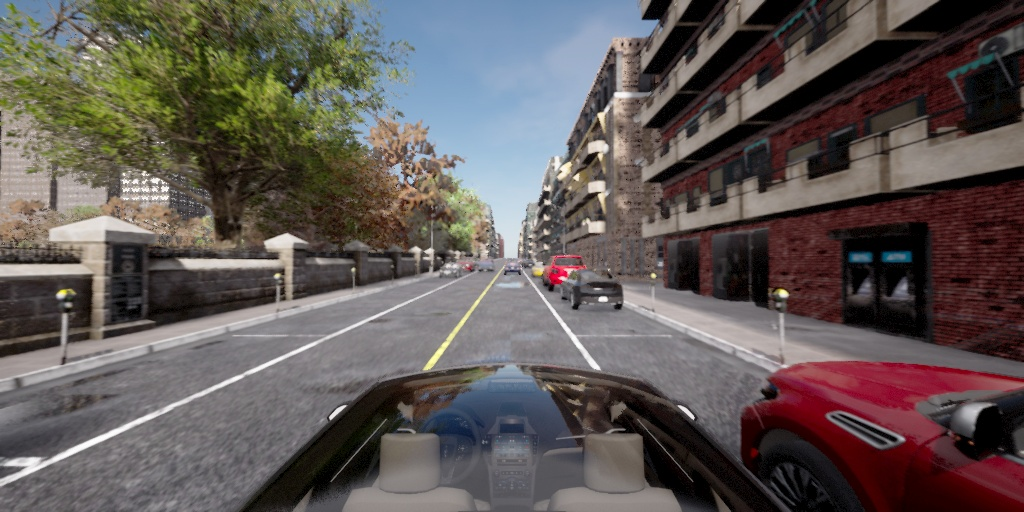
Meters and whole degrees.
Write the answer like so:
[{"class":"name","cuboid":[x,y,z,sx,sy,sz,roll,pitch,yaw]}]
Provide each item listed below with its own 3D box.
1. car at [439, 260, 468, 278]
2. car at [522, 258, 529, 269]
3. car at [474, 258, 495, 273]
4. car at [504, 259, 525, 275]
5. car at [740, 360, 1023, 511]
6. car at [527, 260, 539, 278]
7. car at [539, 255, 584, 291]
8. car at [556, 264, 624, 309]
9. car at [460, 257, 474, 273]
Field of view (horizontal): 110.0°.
[{"class":"car","cuboid":[-5.693,1.312,33.701,2.007,1.370,4.403,0,0,0]},{"class":"car","cuboid":[2.685,1.335,55.795,1.948,1.339,4.313,0,0,0]},{"class":"car","cuboid":[-3.084,1.313,44.113,2.033,1.411,5.357,0,0,0]},{"class":"car","cuboid":[0.071,1.311,39.778,2.033,1.411,5.357,0,0,0]},{"class":"car","cuboid":[2.692,1.064,0.561,2.192,1.841,5.009,0,0,0]},{"class":"car","cuboid":[2.688,1.286,33.871,1.751,1.417,4.829,0,0,0]},{"class":"car","cuboid":[3.104,0.980,21.840,2.150,2.045,5.566,0,0,0]},{"class":"car","cuboid":[3.144,1.258,14.808,1.837,1.490,4.892,0,0,0]},{"class":"car","cuboid":[-5.694,1.081,44.748,2.192,1.841,5.009,0,0,0]}]
